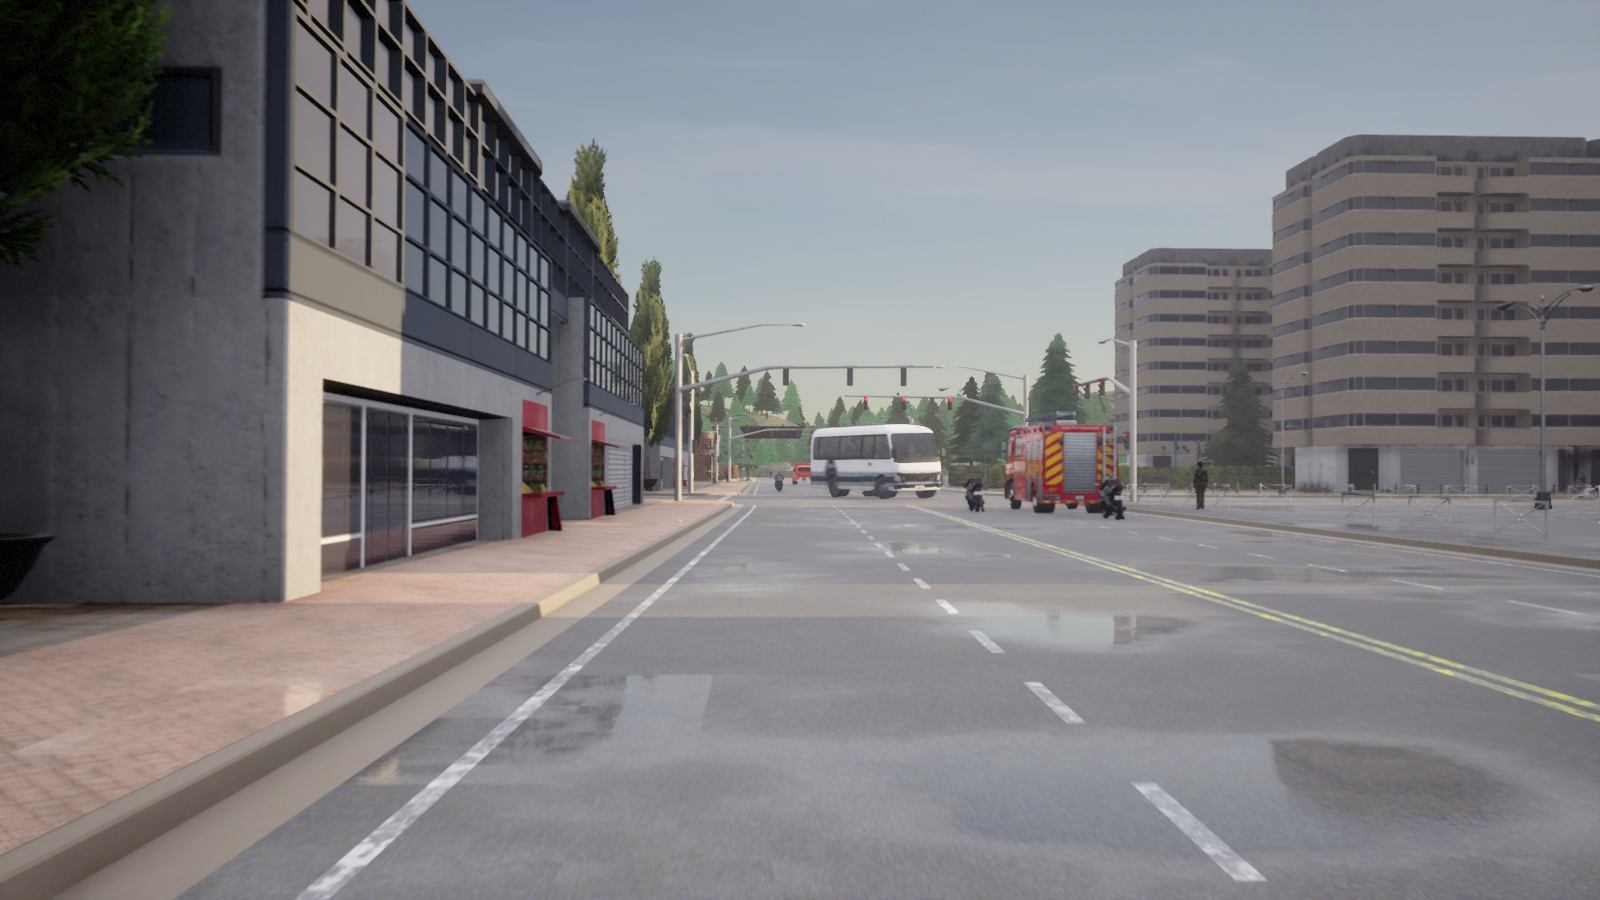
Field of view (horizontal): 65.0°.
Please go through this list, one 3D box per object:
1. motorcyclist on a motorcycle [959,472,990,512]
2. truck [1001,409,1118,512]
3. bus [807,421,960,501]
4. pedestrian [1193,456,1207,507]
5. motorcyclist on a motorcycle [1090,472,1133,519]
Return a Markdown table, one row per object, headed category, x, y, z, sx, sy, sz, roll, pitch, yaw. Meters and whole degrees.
| category | x | y | z | sx | sy | sz | roll | pitch | yaw |
| --- | --- | --- | --- | --- | --- | --- | --- | --- | --- |
| motorcyclist on a motorcycle | 6.860 | 1.649 | 49.407 | 0.866 | 1.530 | 2.191 | 0 | -1 | 0 |
| truck | 10.336 | 0.461 | 50.934 | 2.891 | 3.827 | 8.468 | 0 | -1 | -1 |
| bus | 4.635 | 0.646 | 73.242 | 3.944 | 4.253 | 10.273 | -2 | 0 | -28 |
| pedestrian | 15.233 | 1.213 | 47.852 | 0.395 | 1.930 | 0.692 | 0 | -1 | 8 |
| motorcyclist on a motorcycle | 10.398 | 1.510 | 41.943 | 0.866 | 1.530 | 2.191 | 0 | -1 | 0 |
